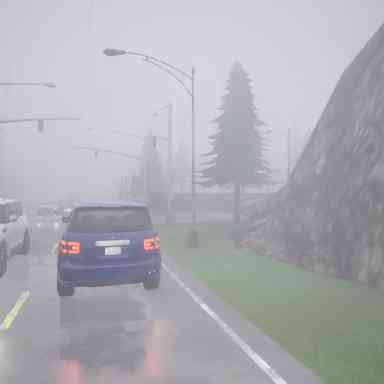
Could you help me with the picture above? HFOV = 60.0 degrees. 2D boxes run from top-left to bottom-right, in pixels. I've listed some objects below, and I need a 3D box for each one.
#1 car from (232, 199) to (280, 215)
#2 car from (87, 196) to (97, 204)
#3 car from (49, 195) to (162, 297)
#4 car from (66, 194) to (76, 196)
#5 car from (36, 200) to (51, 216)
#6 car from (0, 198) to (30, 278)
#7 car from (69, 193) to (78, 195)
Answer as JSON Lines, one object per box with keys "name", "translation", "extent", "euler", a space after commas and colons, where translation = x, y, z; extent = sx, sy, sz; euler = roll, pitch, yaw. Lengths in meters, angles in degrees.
{"name": "car", "translation": [6.403, 1.505, 33.334], "extent": [4.892, 1.490, 1.837], "euler": [0, 0, -18]}
{"name": "car", "translation": [-19.446, 1.526, 64.551], "extent": [1.812, 1.442, 4.674], "euler": [0, 0, -17]}
{"name": "car", "translation": [-2.280, 1.221, 8.946], "extent": [2.150, 2.045, 5.566], "euler": [0, 0, -17]}
{"name": "car", "translation": [-17.866, 1.491, 47.193], "extent": [2.128, 1.511, 4.902], "euler": [0, 0, -17]}
{"name": "car", "translation": [-13.869, 1.525, 32.916], "extent": [1.812, 1.442, 4.674], "euler": [0, 0, -11]}
{"name": "car", "translation": [-6.467, 1.221, 10.106], "extent": [2.150, 2.045, 5.566], "euler": [0, 0, -17]}
{"name": "car", "translation": [-23.381, 1.221, 65.438], "extent": [2.150, 2.045, 5.566], "euler": [0, 0, -17]}
